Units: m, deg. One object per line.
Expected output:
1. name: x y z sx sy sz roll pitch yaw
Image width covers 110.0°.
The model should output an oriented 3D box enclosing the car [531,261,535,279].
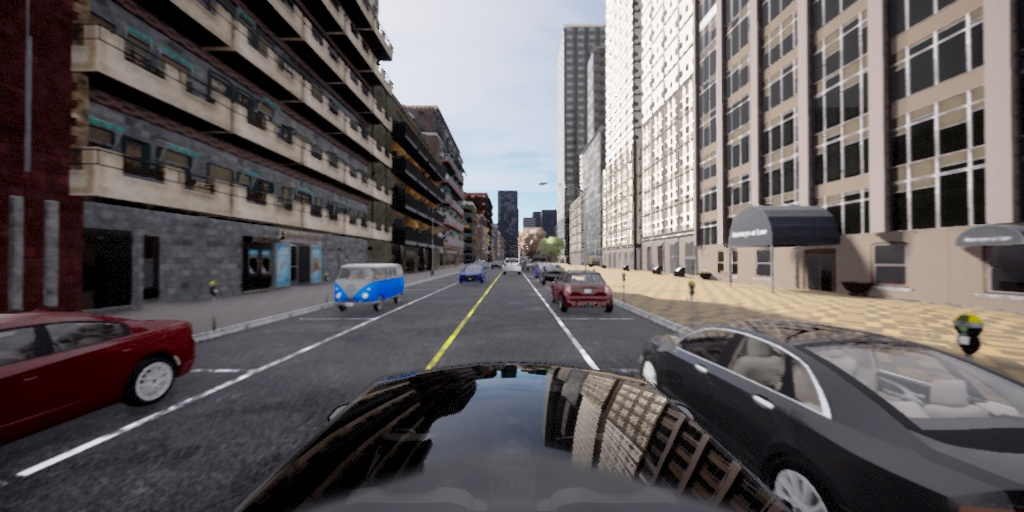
1. car: 3.147 1.527 35.369 1.812 1.442 4.674 0 0 0

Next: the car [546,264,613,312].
1. car: 2.691 1.282 14.625 1.967 1.591 4.097 0 0 0

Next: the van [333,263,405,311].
1. van: -5.691 1.184 14.626 1.690 1.789 3.998 0 0 0

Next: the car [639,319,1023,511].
1. car: 2.691 1.313 3.582 2.007 1.370 4.403 0 0 0

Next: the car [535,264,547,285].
1. car: 3.144 1.450 28.368 1.837 1.490 4.892 0 0 0

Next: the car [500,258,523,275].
1. car: 0.006 1.315 45.367 2.150 2.045 5.566 0 0 0

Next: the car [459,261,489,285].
1. car: -3.101 1.428 28.897 1.882 1.535 5.008 0 0 0

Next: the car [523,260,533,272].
1. car: 2.688 1.696 53.284 2.007 1.370 4.403 0 0 0

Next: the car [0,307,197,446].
1. car: -5.690 1.309 3.581 1.888 1.381 4.507 0 0 0
